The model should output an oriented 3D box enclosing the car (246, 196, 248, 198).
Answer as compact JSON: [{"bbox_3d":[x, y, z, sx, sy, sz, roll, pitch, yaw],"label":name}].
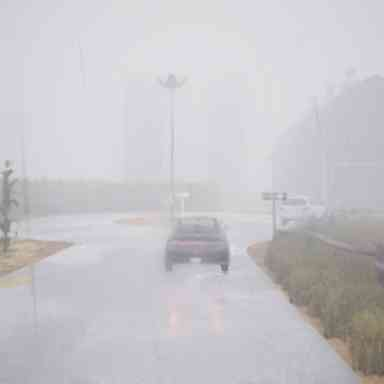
[{"bbox_3d":[13.033,1.733,83.292,1.994,1.381,4.181,0,0,-1],"label":"car"}]

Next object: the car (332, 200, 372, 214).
[{"bbox_3d":[13.974,1.488,30.820,4.553,1.767,2.097,0,0,2],"label":"car"}]

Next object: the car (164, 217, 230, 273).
[{"bbox_3d":[0.233,1.557,10.992,2.128,1.511,4.902,0,0,3],"label":"car"}]

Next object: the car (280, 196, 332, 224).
[{"bbox_3d":[8.381,1.338,24.684,2.150,2.045,5.566,-1,0,36],"label":"car"}]
